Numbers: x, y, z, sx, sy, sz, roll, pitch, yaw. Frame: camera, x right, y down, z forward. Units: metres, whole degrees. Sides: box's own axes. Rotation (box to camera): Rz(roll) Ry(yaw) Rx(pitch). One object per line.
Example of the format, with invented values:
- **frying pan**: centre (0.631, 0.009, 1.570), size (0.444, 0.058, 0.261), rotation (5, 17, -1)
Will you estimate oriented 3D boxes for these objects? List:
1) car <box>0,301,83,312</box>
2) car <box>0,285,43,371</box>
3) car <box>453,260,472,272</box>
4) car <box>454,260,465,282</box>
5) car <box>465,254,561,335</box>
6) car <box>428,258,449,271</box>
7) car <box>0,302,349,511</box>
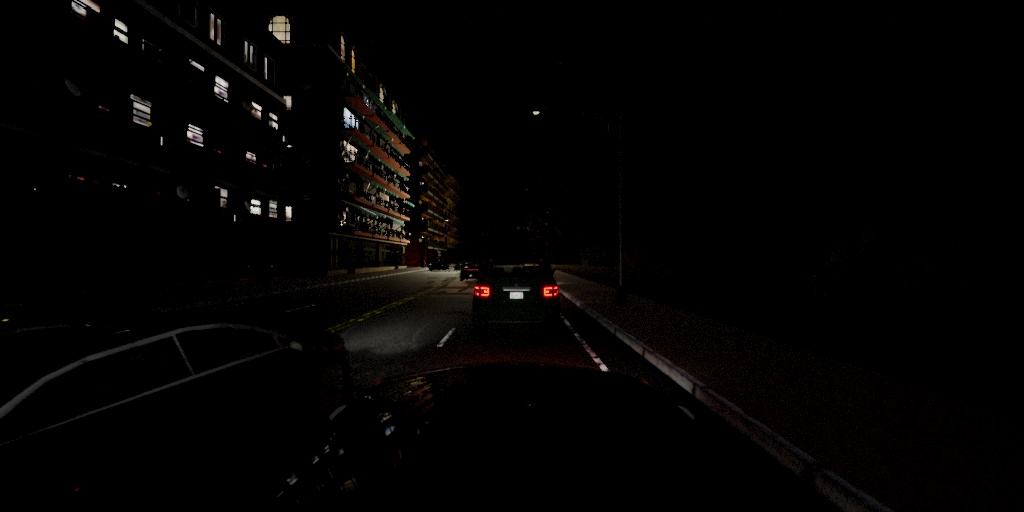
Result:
- **car**: centre (-6.593, 1.314, 4.657), size (1.994, 1.385, 4.181), rotation (0, 0, 0)
- **car**: centre (-9.831, 1.276, 4.493), size (1.812, 1.442, 4.674), rotation (0, 0, 0)
- **car**: centre (-6.473, 1.277, 47.593), size (1.812, 1.442, 4.674), rotation (0, 0, 0)
- **car**: centre (-3.075, 1.245, 29.328), size (2.128, 1.511, 4.902), rotation (0, 0, 0)
- **car**: centre (0.118, 0.973, 10.673), size (2.150, 2.045, 5.566), rotation (0, 0, 0)
- **car**: centre (-9.721, 1.103, 47.764), size (2.097, 1.767, 4.553), rotation (0, 0, 0)
- **car**: centre (-3.149, 1.240, 2.995), size (2.128, 1.511, 4.902), rotation (0, 0, 0)
